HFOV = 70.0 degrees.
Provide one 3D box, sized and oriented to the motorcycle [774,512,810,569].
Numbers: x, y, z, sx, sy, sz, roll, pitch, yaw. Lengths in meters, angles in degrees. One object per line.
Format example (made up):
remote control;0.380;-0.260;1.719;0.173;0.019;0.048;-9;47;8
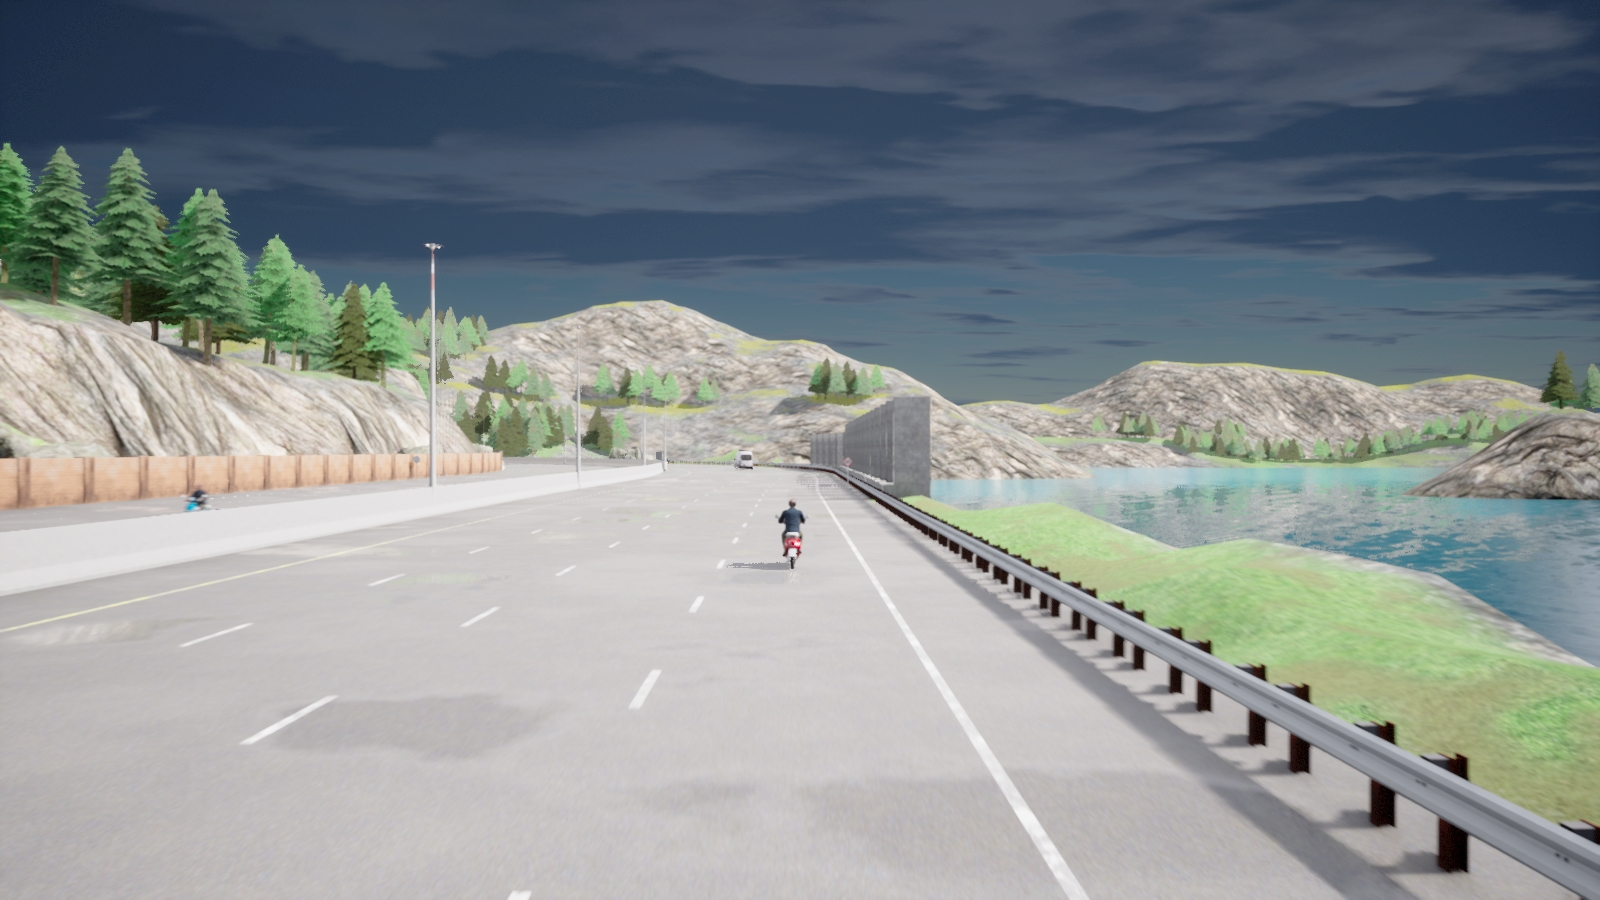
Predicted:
motorcycle;-0.191;2.173;27.657;0.856;1.236;1.805;0;0;0

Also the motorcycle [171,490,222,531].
motorcycle;-21.291;2.124;40.346;0.856;1.334;1.805;0;0;-1
